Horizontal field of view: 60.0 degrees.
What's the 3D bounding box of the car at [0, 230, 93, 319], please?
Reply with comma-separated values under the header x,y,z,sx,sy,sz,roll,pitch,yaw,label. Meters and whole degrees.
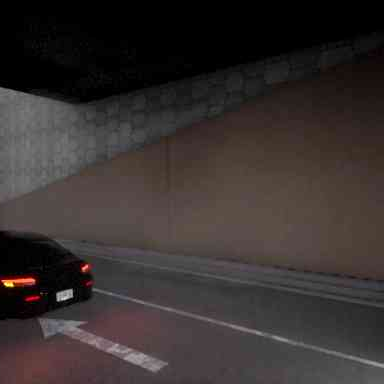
x,y,z,sx,sy,sz,roll,pitch,yaw,label
-3.955,1.525,6.793,4.674,1.442,1.812,0,0,36,car
